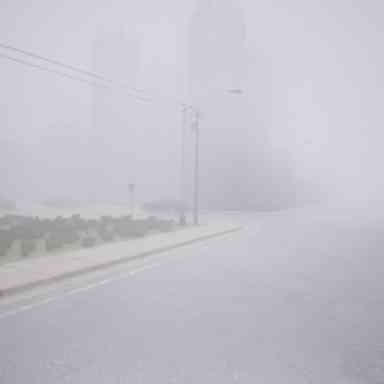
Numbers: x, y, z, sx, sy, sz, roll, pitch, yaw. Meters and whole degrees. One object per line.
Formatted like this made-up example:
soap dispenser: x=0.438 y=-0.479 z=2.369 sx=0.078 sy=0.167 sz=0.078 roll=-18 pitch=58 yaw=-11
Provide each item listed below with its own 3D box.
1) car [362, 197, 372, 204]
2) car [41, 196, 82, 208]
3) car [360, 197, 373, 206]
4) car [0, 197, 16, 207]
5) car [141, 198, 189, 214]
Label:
car: x=37.249 y=1.774 z=70.713 sx=1.812 sy=1.442 sz=4.674 roll=1 pitch=0 yaw=28
car: x=-15.395 y=1.190 z=39.209 sx=5.357 sy=1.411 sz=2.033 roll=1 pitch=0 yaw=28
car: x=32.498 y=1.770 z=61.817 sx=1.812 sy=1.442 sz=4.674 roll=1 pitch=0 yaw=28
car: x=-19.728 y=1.082 z=32.713 sx=2.242 sy=1.667 sz=4.611 roll=1 pitch=0 yaw=28
car: x=-2.714 y=1.323 z=32.680 sx=5.008 sy=1.535 sz=1.882 roll=1 pitch=0 yaw=28
